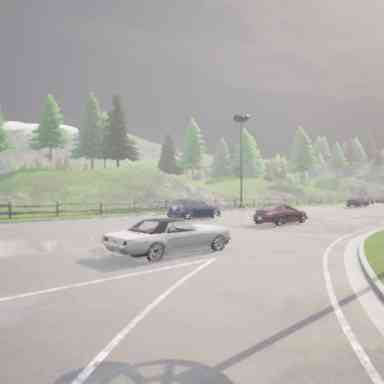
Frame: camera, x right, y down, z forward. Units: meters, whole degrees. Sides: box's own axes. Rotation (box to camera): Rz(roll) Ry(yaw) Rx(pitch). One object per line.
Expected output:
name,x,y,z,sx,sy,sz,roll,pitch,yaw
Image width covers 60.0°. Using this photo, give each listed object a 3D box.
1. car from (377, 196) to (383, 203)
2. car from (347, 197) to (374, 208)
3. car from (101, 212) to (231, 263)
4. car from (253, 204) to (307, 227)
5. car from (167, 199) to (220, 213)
car,37.823,1.555,65.389,4.181,1.385,1.994,0,0,-42
car,24.314,1.506,48.502,4.892,1.490,1.837,0,0,-42
car,-0.719,1.601,12.074,4.718,1.301,1.895,0,0,-42
car,6.039,1.527,22.800,4.674,1.442,1.812,0,0,-42
car,0.225,1.353,26.992,4.553,1.767,2.097,0,0,-42
